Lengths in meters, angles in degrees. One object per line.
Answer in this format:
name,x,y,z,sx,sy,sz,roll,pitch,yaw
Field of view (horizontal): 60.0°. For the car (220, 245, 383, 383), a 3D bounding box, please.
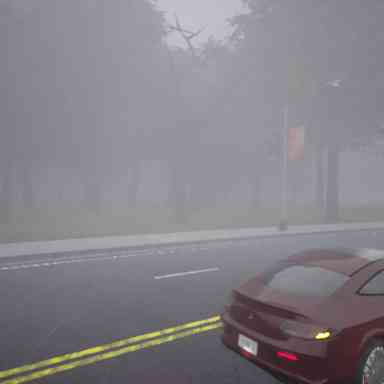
car,2.548,1.561,5.003,4.674,1.442,1.812,1,0,-33
